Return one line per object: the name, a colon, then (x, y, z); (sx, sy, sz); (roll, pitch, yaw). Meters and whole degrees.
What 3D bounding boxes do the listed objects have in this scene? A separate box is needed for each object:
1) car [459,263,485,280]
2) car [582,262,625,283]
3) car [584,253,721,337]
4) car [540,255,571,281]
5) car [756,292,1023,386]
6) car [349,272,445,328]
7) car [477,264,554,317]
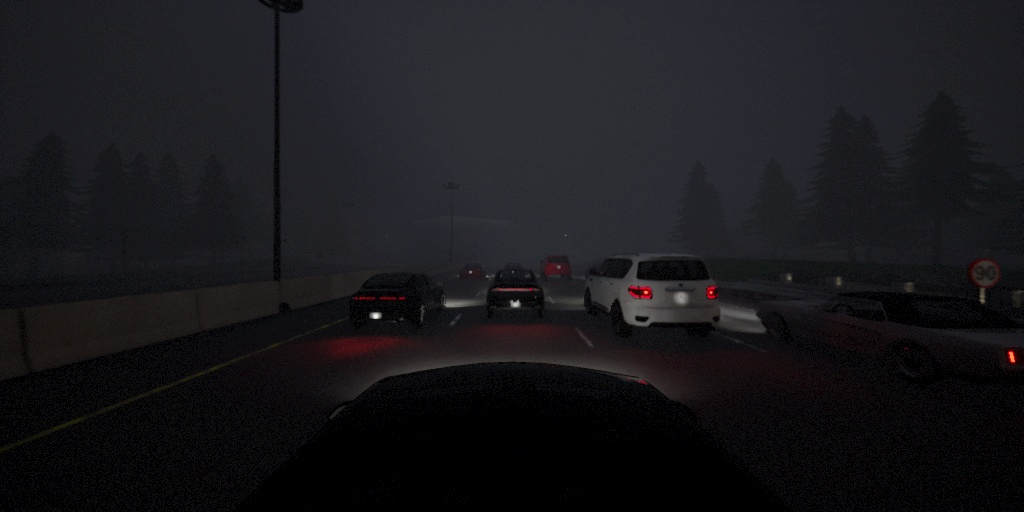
car: (-3.377, 1.280, 31.250); (1.994, 1.385, 4.181); (0, 0, 0)
car: (7.120, 1.270, 28.591); (2.033, 1.411, 5.357); (0, 0, 0)
car: (3.605, 0.956, 10.322); (2.150, 2.045, 5.566); (0, 0, 0)
car: (3.623, 0.942, 30.344); (2.150, 2.045, 5.566); (0, 0, 0)
car: (7.103, 1.341, 6.928); (1.895, 1.301, 4.718); (0, 0, 0)
car: (-3.395, 1.235, 11.360); (1.837, 1.490, 4.892); (0, 0, 0)
car: (0.108, 1.222, 13.028); (2.128, 1.511, 4.902); (0, 0, 0)
